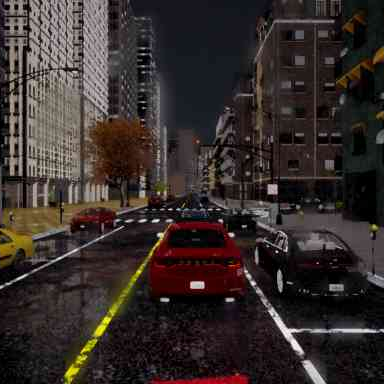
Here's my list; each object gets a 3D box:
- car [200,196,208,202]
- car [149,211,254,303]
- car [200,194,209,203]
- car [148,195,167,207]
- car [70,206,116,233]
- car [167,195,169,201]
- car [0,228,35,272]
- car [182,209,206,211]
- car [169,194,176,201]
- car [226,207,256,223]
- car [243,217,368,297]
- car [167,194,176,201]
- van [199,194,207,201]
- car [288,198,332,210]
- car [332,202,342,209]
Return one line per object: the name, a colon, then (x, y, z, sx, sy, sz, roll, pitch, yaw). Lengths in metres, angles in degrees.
car: (2.789, 1.599, 79.627, 1.752, 1.417, 4.829, 0, 0, 0)
car: (0.102, 1.478, 8.294, 1.882, 1.535, 5.008, 0, 0, 0)
car: (2.782, 1.630, 73.934, 1.947, 1.339, 4.313, 0, 0, 0)
car: (-5.627, 1.349, 51.854, 2.192, 1.841, 5.009, 0, 0, 0)
car: (-5.667, 1.549, 19.466, 1.887, 1.381, 4.507, 0, 0, 0)
car: (-5.619, 1.607, 57.377, 1.947, 1.339, 4.313, 0, 0, 0)
car: (-5.681, 1.526, 8.230, 1.752, 1.417, 4.829, 0, 0, 0)
car: (0.110, 1.605, 18.385, 1.895, 1.301, 4.718, 0, 0, 0)
car: (-5.585, 1.650, 84.992, 1.947, 1.339, 4.313, 0, 0, 0)
car: (2.713, 1.555, 19.455, 2.008, 1.369, 4.403, 0, 0, 0)
car: (2.700, 1.552, 8.389, 2.008, 1.369, 4.403, 0, 0, 0)
car: (-5.578, 1.410, 90.514, 2.192, 1.841, 5.009, 0, 0, 0)
van: (2.796, 1.425, 84.981, 1.690, 1.788, 3.998, 0, 0, 0)
car: (13.475, 1.359, 38.848, 4.403, 1.369, 2.008, -1, 1, 0)
car: (18.871, 1.259, 38.895, 4.829, 1.417, 1.752, -1, 1, 0)
